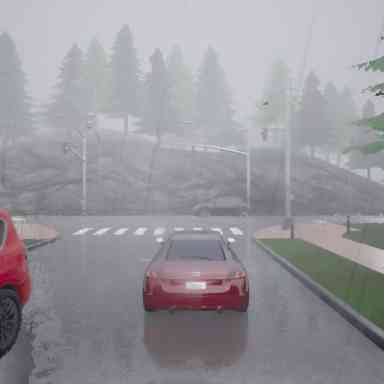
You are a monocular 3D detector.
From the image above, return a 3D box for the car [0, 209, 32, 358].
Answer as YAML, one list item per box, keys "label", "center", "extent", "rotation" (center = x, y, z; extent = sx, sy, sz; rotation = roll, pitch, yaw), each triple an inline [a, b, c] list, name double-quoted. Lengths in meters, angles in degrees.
- label: "car"
  center: [-3.603, 1.221, 3.013]
  extent: [2.150, 2.045, 5.566]
  rotation: [0, 0, 0]

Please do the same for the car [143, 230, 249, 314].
- label: "car"
  center: [0.084, 1.564, 7.685]
  extent: [1.994, 1.385, 4.181]
  rotation: [0, 0, 0]

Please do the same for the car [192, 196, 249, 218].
- label: "car"
  center: [2.303, 1.189, 27.245]
  extent: [4.553, 1.767, 2.097]
  rotation: [0, 0, 0]
